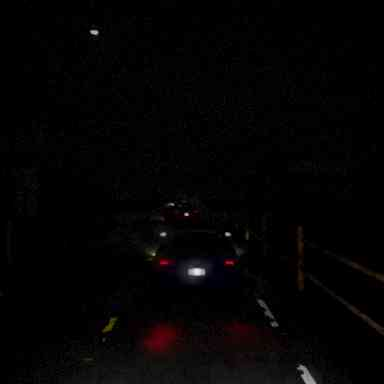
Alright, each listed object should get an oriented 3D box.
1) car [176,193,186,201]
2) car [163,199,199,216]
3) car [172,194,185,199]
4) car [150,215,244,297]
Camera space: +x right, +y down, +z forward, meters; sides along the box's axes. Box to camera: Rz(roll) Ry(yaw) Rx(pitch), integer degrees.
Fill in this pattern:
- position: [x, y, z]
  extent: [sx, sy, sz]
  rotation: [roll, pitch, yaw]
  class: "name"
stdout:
- position: [-2.569, 1.162, 75.606]
  extent: [2.097, 1.767, 4.553]
  rotation: [0, 0, 0]
  class: "car"
- position: [-0.826, 1.455, 24.022]
  extent: [1.994, 1.385, 4.181]
  rotation: [0, 0, -13]
  class: "car"
- position: [-2.656, 1.373, 60.365]
  extent: [1.994, 1.385, 4.181]
  rotation: [0, 0, 1]
  class: "car"
- position: [0.096, 1.521, 8.499]
  extent: [1.994, 1.385, 4.181]
  rotation: [0, 0, 0]
  class: "car"
